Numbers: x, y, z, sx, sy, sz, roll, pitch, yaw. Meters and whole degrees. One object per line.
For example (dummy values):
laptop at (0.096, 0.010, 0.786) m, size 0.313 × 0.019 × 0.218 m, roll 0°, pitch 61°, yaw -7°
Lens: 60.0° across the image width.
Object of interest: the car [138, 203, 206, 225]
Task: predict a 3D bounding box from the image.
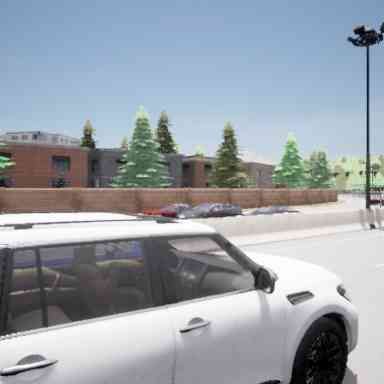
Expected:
car at (-1.386, 1.564, 24.504) m, size 4.718 × 1.301 × 1.895 m, roll 0°, pitch 0°, yaw -36°

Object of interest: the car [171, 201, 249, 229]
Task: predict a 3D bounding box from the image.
car at (1.269, 1.453, 22.109) m, size 4.902 × 1.511 × 2.128 m, roll 0°, pitch 0°, yaw -36°

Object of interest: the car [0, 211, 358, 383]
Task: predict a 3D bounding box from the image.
car at (-0.659, 1.217, 3.302) m, size 5.566 × 2.045 × 2.150 m, roll 0°, pitch 0°, yaw -35°

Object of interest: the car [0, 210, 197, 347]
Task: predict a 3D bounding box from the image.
car at (-2.361, 1.346, 6.375) m, size 4.553 × 1.767 × 2.097 m, roll 0°, pitch 0°, yaw -35°

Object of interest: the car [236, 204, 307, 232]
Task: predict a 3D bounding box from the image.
car at (4.946, 1.519, 20.441) m, size 4.181 × 1.385 × 1.994 m, roll 0°, pitch 0°, yaw -36°
